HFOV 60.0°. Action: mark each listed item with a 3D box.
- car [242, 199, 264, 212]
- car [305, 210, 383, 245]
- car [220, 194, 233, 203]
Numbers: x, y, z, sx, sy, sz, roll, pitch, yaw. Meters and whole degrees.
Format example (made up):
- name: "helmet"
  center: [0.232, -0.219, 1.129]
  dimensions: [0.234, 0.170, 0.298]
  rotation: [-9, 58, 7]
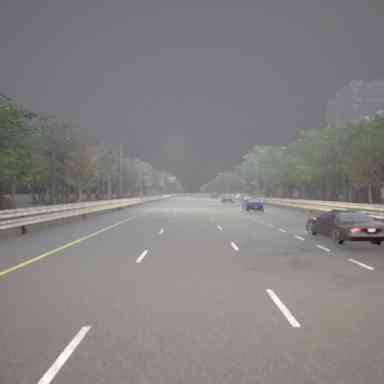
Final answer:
- name: "car"
  center: [7.061, 1.519, 39.007]
  dimensions: [1.882, 1.535, 5.008]
  rotation: [0, 0, 0]
- name: "car"
  center: [7.011, 1.550, 15.477]
  dimensions: [2.033, 1.411, 5.357]
  rotation: [0, 0, 0]
- name: "car"
  center: [7.200, 1.411, 69.114]
  dimensions: [2.097, 1.767, 4.553]
  rotation: [0, 0, 0]
